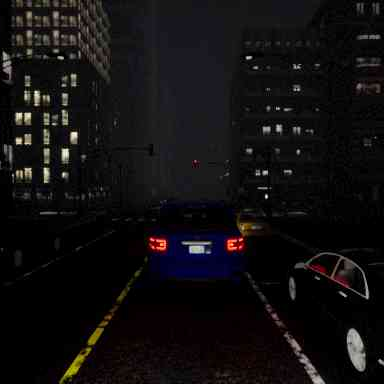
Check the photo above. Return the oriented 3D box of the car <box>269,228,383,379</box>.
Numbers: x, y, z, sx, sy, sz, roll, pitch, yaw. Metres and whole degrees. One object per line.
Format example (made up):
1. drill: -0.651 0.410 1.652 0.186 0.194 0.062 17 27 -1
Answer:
1. car: 2.806 1.549 5.313 2.008 1.369 4.403 -1 0 0

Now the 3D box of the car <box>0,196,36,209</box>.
1. car: -21.667 1.274 40.230 4.829 1.417 1.752 0 0 1

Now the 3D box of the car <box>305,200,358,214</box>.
1. car: 15.525 1.655 37.156 5.357 1.411 2.033 0 1 1

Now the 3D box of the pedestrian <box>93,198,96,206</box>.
1. pedestrian: -12.555 1.299 43.079 0.500 1.100 0.500 0 0 1

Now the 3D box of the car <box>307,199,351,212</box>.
1. car: 16.308 1.622 39.737 4.403 1.369 2.008 0 0 1

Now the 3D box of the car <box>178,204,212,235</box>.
1. car: 0.095 1.520 19.737 1.812 1.442 4.674 0 0 -2

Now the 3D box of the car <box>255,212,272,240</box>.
1. car: 2.804 1.521 16.772 1.752 1.417 4.829 -1 0 0

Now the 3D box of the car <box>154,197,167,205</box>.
1. car: -5.710 1.553 60.210 1.947 1.339 4.313 -1 0 0

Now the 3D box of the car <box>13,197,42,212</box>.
1. car: -17.820 1.441 34.417 4.181 1.385 1.994 1 1 1

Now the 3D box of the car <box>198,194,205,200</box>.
1. car: 2.664 1.424 94.139 1.967 1.590 4.097 -1 0 0

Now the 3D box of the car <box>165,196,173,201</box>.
1. car: -5.712 1.567 82.828 1.802 1.307 4.206 -1 0 0

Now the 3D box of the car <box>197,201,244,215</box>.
1. car: 2.857 1.594 34.161 4.718 1.301 1.895 0 0 1

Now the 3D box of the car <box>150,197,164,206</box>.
1. car: -5.710 1.513 54.386 1.752 1.417 4.829 -1 0 0

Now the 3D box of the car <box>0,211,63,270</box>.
1. car: -5.834 1.541 11.014 1.887 1.381 4.507 -1 0 0

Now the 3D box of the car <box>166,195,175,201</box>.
1. car: -5.714 1.529 88.483 1.887 1.381 4.507 -1 0 0

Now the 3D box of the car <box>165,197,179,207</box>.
1. car: -3.099 1.552 52.681 1.994 1.385 4.181 0 0 0

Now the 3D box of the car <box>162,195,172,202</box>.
1. car: -5.712 1.530 77.174 1.887 1.381 4.507 -1 0 0

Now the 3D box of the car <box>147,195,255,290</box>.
1. car: 0.095 1.219 9.226 2.150 2.045 5.566 0 0 0
